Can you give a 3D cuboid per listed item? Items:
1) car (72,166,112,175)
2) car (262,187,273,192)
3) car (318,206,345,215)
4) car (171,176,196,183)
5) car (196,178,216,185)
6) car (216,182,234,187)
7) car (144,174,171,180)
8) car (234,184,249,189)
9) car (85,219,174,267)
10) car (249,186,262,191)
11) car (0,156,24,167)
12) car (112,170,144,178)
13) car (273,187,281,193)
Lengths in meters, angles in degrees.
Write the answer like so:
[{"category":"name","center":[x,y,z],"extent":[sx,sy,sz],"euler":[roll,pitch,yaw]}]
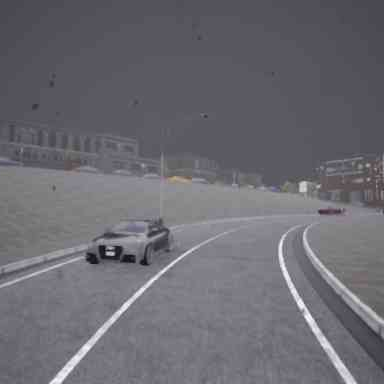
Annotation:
[{"category":"car","center":[-14.607,-2.823,47.425],"extent":[4.892,1.521,2.231],"euler":[4,-5,-41]},{"category":"car","center":[16.641,-0.422,78.868],"extent":[2.185,1.767,4.553],"euler":[-3,-6,40]},{"category":"car","center":[19.866,2.670,47.513],"extent":[4.718,1.301,1.895],"euler":[2,-4,-40]},{"category":"car","center":[-2.299,-1.946,58.552],"extent":[5.008,1.535,2.097],"euler":[4,-6,-43]},{"category":"car","center":[1.635,-1.759,62.427],"extent":[4.553,1.767,2.185],"euler":[5,-6,-44]},{"category":"car","center":[5.616,-1.274,66.520],"extent":[2.163,1.488,4.792],"euler":[-4,-6,44]},{"category":"car","center":[-6.332,-2.214,54.750],"extent":[4.674,1.452,2.002],"euler":[4,-6,-42]},{"category":"car","center":[9.377,-0.941,70.547],"extent":[2.002,1.452,4.674],"euler":[-3,-6,43]},{"category":"car","center":[-2.023,1.676,11.858],"extent":[1.994,1.385,4.181],"euler":[0,-1,12]},{"category":"car","center":[12.985,-0.656,74.583],"extent":[2.231,1.521,4.892],"euler":[-3,-6,42]},{"category":"car","center":[-22.866,-3.463,40.276],"extent":[4.553,1.767,2.185],"euler":[4,-5,-41]},{"category":"car","center":[-10.445,-2.550,51.042],"extent":[4.892,1.521,2.231],"euler":[4,-5,-41]},{"category":"car","center":[20.202,-0.161,83.197],"extent":[2.435,2.045,5.566],"euler":[-3,-6,39]}]
